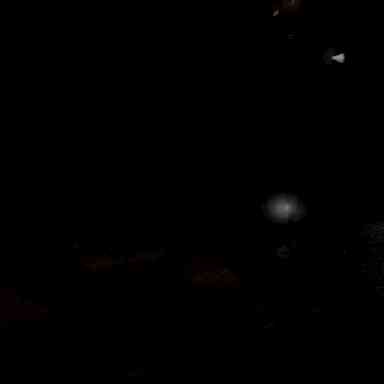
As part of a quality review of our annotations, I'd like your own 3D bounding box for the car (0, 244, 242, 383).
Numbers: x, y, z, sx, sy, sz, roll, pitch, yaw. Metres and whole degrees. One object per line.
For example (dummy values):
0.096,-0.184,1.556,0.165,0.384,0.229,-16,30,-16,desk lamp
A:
-1.394,1.527,5.078,4.829,1.417,1.752,0,2,-35,car
